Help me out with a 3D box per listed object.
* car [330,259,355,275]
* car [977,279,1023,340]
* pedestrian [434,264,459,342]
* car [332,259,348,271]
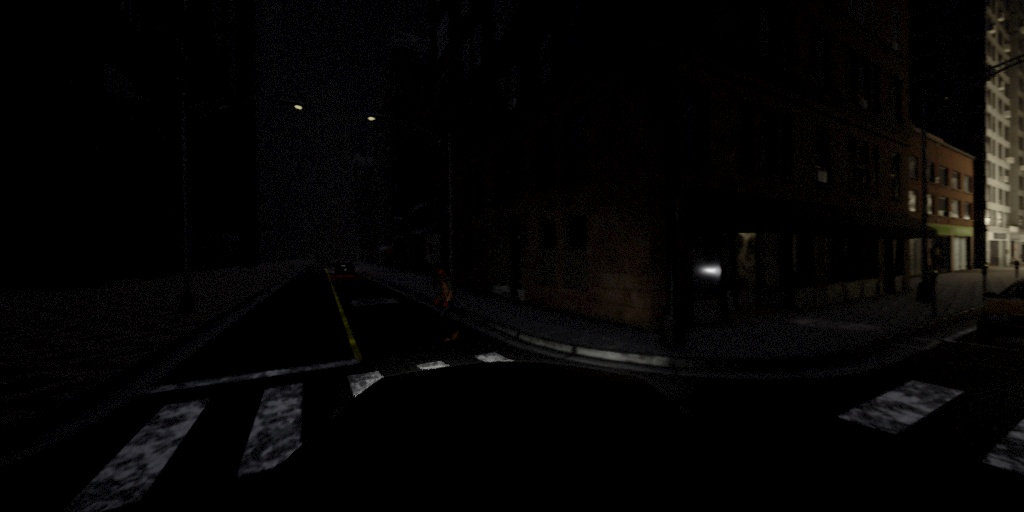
[{"bbox_3d":[-18.351,1.206,39.224,2.128,1.511,4.902,-1,1,-28],"label":"car"},{"bbox_3d":[11.960,1.080,7.893,4.829,1.417,1.751,0,0,-29],"label":"car"},{"bbox_3d":[-1.501,1.020,8.168,0.375,1.860,0.375,-1,0,-28],"label":"pedestrian"},{"bbox_3d":[-23.295,1.189,48.436,1.837,1.490,4.892,-1,0,-28],"label":"car"}]
